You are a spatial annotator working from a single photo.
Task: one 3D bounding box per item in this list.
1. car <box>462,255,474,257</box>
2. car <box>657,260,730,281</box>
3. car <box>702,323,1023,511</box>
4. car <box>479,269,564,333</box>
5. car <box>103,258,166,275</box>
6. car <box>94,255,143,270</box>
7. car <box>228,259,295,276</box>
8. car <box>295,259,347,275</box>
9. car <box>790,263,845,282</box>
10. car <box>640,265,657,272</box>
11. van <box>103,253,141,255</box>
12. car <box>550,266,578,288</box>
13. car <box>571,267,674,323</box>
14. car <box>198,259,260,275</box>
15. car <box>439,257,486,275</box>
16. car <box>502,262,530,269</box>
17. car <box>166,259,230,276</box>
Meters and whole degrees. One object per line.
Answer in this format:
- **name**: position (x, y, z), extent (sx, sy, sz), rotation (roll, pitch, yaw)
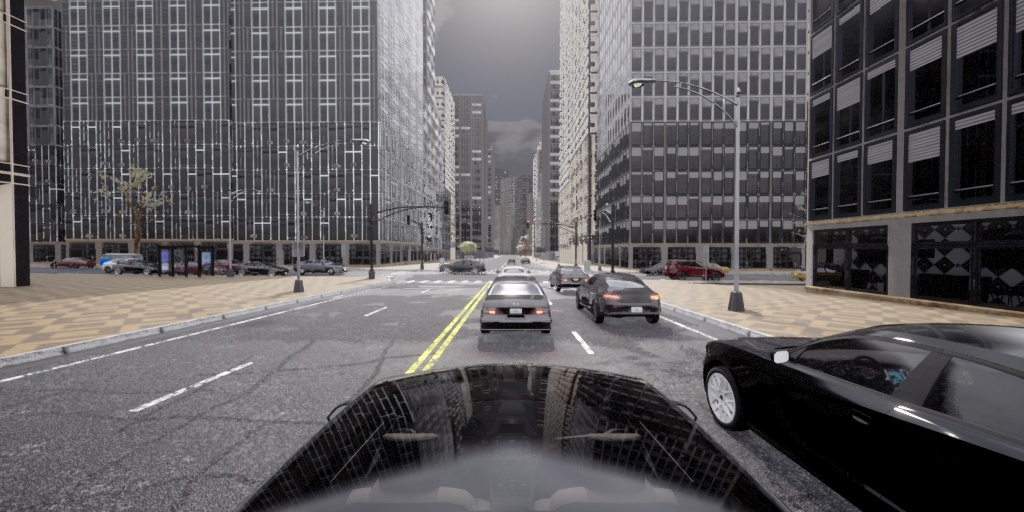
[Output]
- **car**: position (-6.622, 0.933, 53.870), extent (2.150, 2.045, 5.566), rotation (0, 0, 0)
- **car**: position (16.180, 1.267, 32.141), extent (5.009, 1.841, 2.192), rotation (0, 0, 1)
- **car**: position (3.345, 1.227, 2.560), extent (1.882, 1.535, 5.008), rotation (0, 0, 0)
- **car**: position (0.097, 1.293, 10.637), extent (2.033, 1.411, 5.357), rotation (0, 0, 0)
- **car**: position (-34.110, 1.067, 32.952), extent (4.313, 1.339, 1.948), rotation (0, 0, 1)
- **car**: position (-37.961, 0.949, 35.667), extent (4.674, 1.442, 1.812), rotation (1, 1, 2)
- **car**: position (-22.745, 1.172, 32.651), extent (4.313, 1.339, 1.948), rotation (0, 0, 1)
- **car**: position (-18.815, 1.089, 35.279), extent (4.902, 1.511, 2.128), rotation (1, 1, 1)
- **car**: position (27.628, 1.577, 31.950), extent (4.829, 1.417, 1.751), rotation (0, 0, 1)
- **car**: position (16.379, 1.408, 37.917), extent (5.357, 1.411, 2.033), rotation (0, 1, 1)
- **van**: position (-45.305, 0.603, 41.607), extent (3.998, 1.789, 1.690), rotation (0, 0, 1)
- **car**: position (3.344, 1.286, 21.317), extent (2.033, 1.411, 5.357), rotation (0, 0, 0)
- **car**: position (3.347, 1.271, 11.906), extent (1.812, 1.442, 4.674), rotation (0, 0, 0)
- **car**: position (-27.911, 1.041, 35.459), extent (4.674, 1.442, 1.812), rotation (1, 1, 1)
- **car**: position (-5.262, 1.173, 38.235), extent (4.892, 1.490, 1.837), rotation (0, 1, 1)
- **car**: position (0.092, 1.265, 20.228), extent (1.812, 1.442, 4.674), rotation (0, 0, 0)
- **car**: position (-28.429, 1.136, 32.782), extent (4.207, 1.307, 1.802), rotation (0, 0, 1)
